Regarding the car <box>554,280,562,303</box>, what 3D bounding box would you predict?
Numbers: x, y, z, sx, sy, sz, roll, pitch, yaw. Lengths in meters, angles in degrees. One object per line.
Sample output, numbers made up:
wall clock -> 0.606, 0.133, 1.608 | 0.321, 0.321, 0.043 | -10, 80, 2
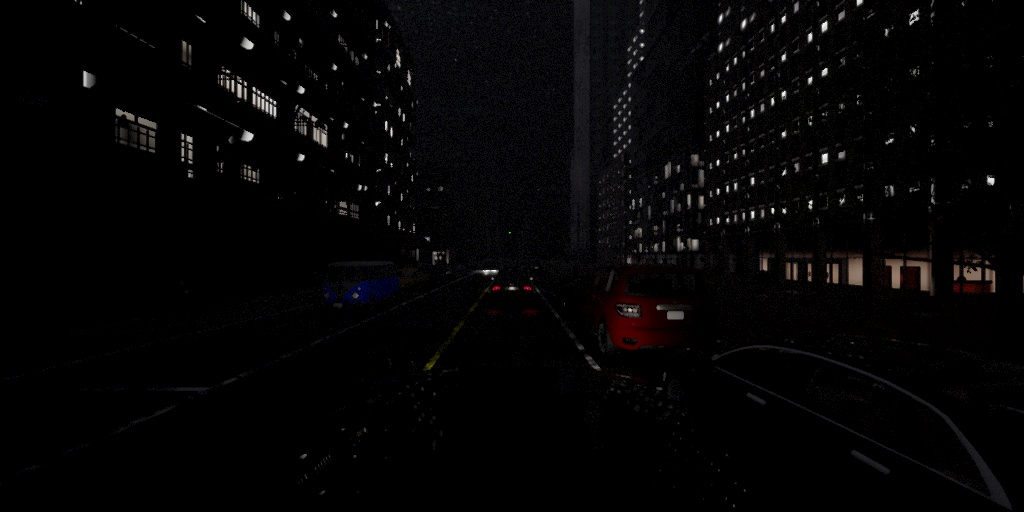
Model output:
car -> 2.692, 1.315, 13.813 | 1.948, 1.339, 4.313 | 0, 0, 0

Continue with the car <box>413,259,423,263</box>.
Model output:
car -> -16.435, 1.132, 59.922 | 4.403, 1.370, 2.007 | 0, 0, -1

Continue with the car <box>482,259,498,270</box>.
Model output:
car -> -3.000, 1.384, 52.500 | 1.994, 1.385, 4.181 | 0, 0, 0

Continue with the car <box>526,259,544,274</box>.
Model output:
car -> 2.692, 1.337, 41.427 | 1.948, 1.339, 4.313 | 0, 0, 0

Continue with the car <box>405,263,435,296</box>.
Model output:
car -> -5.690, 1.277, 19.167 | 1.751, 1.417, 4.829 | 0, 0, 0

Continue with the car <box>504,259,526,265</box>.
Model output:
car -> 0.000, 1.247, 31.500 | 1.882, 1.535, 5.008 | 0, 0, 0

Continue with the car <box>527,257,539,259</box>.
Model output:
car -> 2.692, 1.092, 46.950 | 2.192, 1.841, 5.009 | 0, 0, 0

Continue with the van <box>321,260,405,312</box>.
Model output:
van -> -5.690, 1.090, 13.814 | 1.690, 1.789, 3.998 | 0, 0, 0

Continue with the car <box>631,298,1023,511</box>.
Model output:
car -> 2.691, 1.297, 2.768 | 2.007, 1.370, 4.403 | 0, 0, 0

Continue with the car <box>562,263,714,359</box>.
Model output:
car -> 2.692, 1.062, 8.291 | 2.192, 1.841, 5.009 | 0, 0, 0

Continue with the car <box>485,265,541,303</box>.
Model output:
car -> 0.000, 1.315, 16.500 | 2.033, 1.411, 5.357 | 0, 0, 0

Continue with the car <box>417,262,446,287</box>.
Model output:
car -> -5.690, 1.321, 24.859 | 1.948, 1.339, 4.313 | 0, 0, 0
